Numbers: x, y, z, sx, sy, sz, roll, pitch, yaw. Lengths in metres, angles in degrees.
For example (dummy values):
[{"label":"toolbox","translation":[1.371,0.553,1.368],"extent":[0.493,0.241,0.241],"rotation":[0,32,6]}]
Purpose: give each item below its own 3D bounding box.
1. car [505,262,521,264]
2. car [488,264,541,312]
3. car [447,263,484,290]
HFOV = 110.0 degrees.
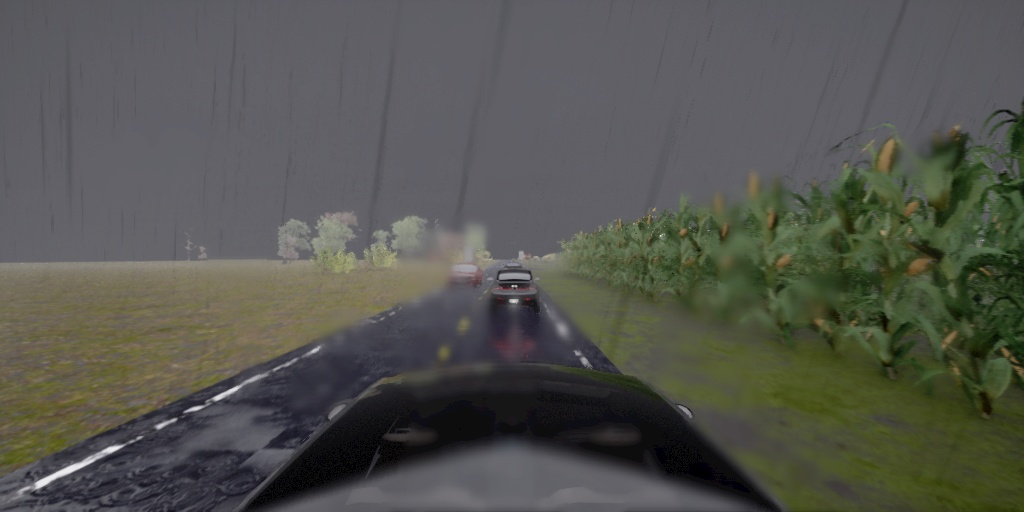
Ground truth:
[{"label":"car","translation":[0.086,1.223,30.710],"extent":[2.128,1.511,4.902],"rotation":[0,0,0]},{"label":"car","translation":[0.092,1.243,14.191],"extent":[1.837,1.490,4.892],"rotation":[0,0,0]},{"label":"car","translation":[-2.858,1.211,22.692],"extent":[1.882,1.535,5.008],"rotation":[0,0,0]}]
